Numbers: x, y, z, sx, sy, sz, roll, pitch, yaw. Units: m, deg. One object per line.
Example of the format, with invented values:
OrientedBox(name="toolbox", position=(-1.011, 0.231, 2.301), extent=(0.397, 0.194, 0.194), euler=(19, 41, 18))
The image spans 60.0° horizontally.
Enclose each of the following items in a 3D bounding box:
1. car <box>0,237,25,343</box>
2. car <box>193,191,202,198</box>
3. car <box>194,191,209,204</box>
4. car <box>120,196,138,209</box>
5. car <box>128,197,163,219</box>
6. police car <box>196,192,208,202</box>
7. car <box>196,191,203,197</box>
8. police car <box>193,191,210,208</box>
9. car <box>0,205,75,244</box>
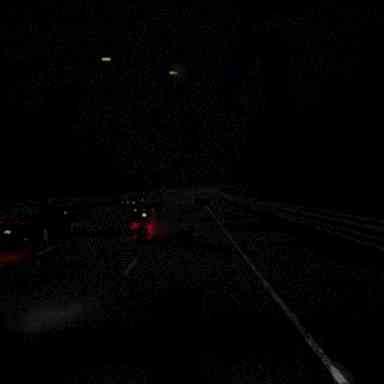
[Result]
OrientedBox(name="car", position=(-3.400, 1.478, 2.417), extent=(1.837, 1.490, 4.892), euler=(0, 1, 0))
OrientedBox(name="car", position=(1.251, 0.560, 74.271), extent=(1.882, 1.535, 5.008), euler=(0, 1, 3))
OrientedBox(name="car", position=(1.456, 0.820, 50.486), extent=(2.097, 1.767, 4.553), euler=(0, 1, 2))
OrientedBox(name="car", position=(-6.793, 1.140, 38.035), extent=(2.033, 1.411, 5.357), euler=(0, 1, 1))
OrientedBox(name="car", position=(-3.387, 1.323, 26.022), extent=(1.895, 1.301, 4.718), euler=(0, 1, 0))
OrientedBox(name="police car", position=(1.632, 0.831, 56.578), extent=(1.930, 1.638, 5.238), euler=(0, 1, 2))
OrientedBox(name="car", position=(2.123, 0.475, 90.799), extent=(1.812, 1.442, 4.674), euler=(0, 1, 4))
OrientedBox(name="police car", position=(1.240, 0.996, 40.705), extent=(1.930, 1.638, 5.238), euler=(0, 1, 1))
OrientedBox(name="car", position=(-6.906, 1.315, 14.990), extent=(1.882, 1.535, 5.008), euler=(0, 1, 0))
